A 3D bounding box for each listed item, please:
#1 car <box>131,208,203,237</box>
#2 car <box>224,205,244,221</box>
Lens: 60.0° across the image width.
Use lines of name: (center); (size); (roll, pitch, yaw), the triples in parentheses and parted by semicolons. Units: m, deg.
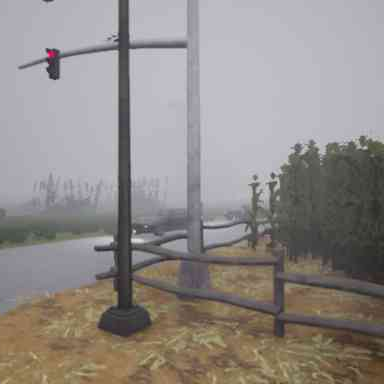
car: (-1.418, 1.628, 19.090); (2.033, 1.411, 5.357); (0, 0, 35)
car: (4.502, 1.684, 27.507); (1.895, 1.301, 4.718); (0, 0, 35)
